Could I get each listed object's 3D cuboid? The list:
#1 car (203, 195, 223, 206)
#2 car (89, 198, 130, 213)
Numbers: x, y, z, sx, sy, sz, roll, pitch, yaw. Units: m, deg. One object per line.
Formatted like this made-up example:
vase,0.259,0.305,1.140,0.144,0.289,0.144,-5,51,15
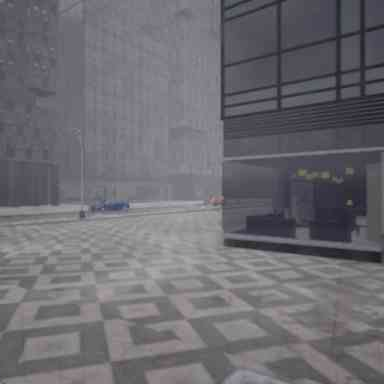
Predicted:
car,3.710,1.311,54.249,2.097,1.767,4.553,0,0,36
car,-9.101,1.467,36.778,1.882,1.535,5.008,0,0,36
